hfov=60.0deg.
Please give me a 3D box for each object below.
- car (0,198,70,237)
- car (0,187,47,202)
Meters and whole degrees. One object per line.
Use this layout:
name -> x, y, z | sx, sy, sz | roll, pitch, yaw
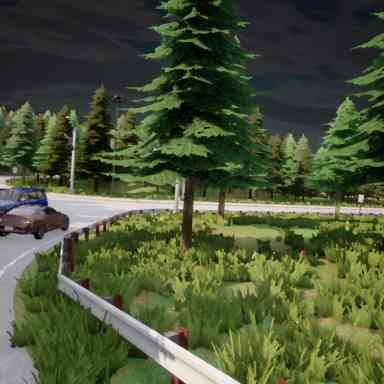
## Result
car -> -7.651, 1.336, 16.383 | 1.812, 1.442, 4.674 | 4, 1, 1
car -> -10.746, 0.801, 19.982 | 2.150, 2.045, 5.566 | 4, 2, 4
